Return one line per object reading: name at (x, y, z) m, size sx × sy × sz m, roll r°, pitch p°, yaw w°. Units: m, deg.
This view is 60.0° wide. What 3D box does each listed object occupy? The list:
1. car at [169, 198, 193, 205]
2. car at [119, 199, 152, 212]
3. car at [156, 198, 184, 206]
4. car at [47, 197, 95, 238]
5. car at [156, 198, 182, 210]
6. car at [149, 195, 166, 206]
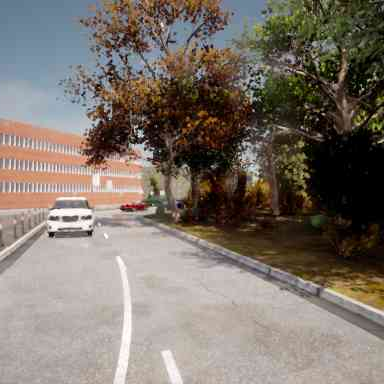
car at (-2.266, 1.916, 69.344) m, size 4.674 × 1.452 × 2.002 m, roll 0°, pitch 0°, yaw 20°
car at (-7.382, 1.858, 42.694) m, size 1.895 × 1.301 × 4.718 m, roll 0°, pitch 0°, yaw 20°
car at (-4.224, 1.854, 64.043) m, size 5.008 × 1.535 × 2.097 m, roll 0°, pitch 0°, yaw 20°
car at (-6.709, 1.287, 18.602) m, size 2.150 × 2.045 × 5.566 m, roll 0°, pitch 0°, yaw -18°
car at (-2.687, 1.892, 45.918) m, size 1.895 × 1.301 × 4.718 m, roll 0°, pitch 0°, yaw 21°
car at (-6.202, 1.577, 58.749) m, size 5.566 × 2.045 × 2.435 m, roll 0°, pitch 0°, yaw 20°
